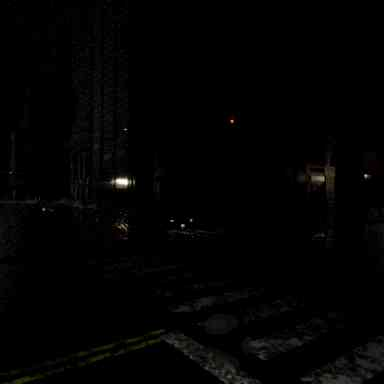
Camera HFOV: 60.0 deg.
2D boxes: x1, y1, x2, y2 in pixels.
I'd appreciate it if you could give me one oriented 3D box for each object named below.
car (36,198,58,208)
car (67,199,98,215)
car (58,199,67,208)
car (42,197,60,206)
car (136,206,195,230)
[{"bbox_3d":[-23.228,1.732,52.313,2.128,1.511,4.902,1,-1,-35],"label":"car"},{"bbox_3d":[-11.626,1.671,35.806,1.812,1.442,4.674,1,-1,-35],"label":"car"},{"bbox_3d":[-20.760,1.790,54.207,1.812,1.442,4.674,1,-1,-35],"label":"car"},{"bbox_3d":[-26.556,1.803,62.379,2.128,1.511,4.902,1,-1,-36],"label":"car"},{"bbox_3d":[-1.934,1.615,21.920,2.033,1.411,5.357,1,-1,-32],"label":"car"}]
